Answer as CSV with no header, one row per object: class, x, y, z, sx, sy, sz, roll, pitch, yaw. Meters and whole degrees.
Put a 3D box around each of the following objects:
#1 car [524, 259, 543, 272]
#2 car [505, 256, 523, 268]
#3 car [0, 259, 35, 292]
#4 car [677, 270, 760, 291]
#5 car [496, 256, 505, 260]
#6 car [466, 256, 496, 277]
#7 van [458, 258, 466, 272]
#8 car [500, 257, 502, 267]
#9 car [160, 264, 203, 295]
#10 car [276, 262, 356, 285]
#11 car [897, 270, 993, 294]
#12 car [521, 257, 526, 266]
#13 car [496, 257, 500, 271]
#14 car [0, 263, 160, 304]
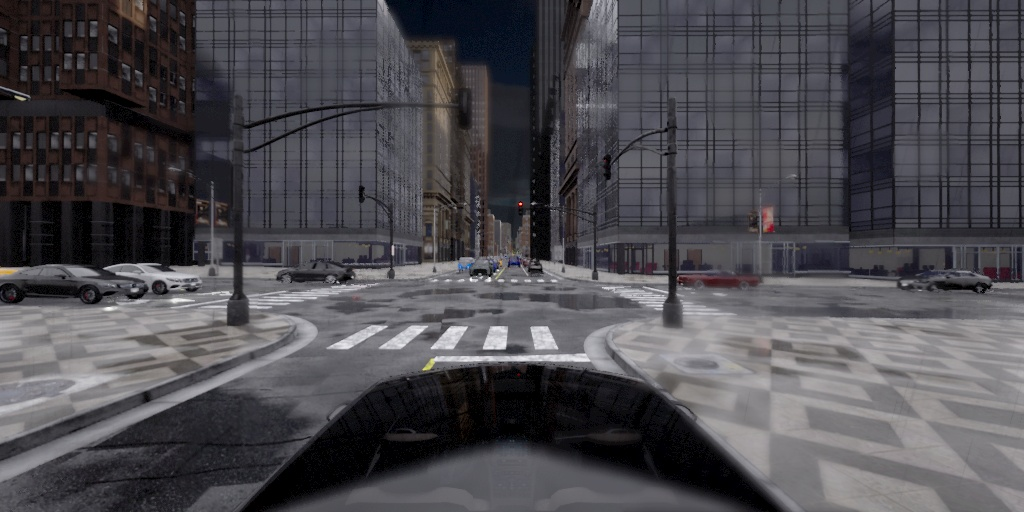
car,2.842,1.316,44.658,1.948,1.339,4.313,0,0,0
car,0.372,0.956,62.346,2.150,2.045,5.566,0,0,0
car,-26.904,0.899,17.409,5.008,1.535,1.882,1,0,1
car,13.580,1.585,23.916,4.718,1.301,1.895,1,0,0
car,-2.780,1.209,63.929,1.882,1.535,5.008,0,0,1
car,-2.959,1.106,35.494,2.097,1.767,4.553,0,0,0
van,-5.683,1.091,44.705,1.690,1.789,3.998,0,0,0
car,-2.866,1.248,54.081,1.837,1.490,4.892,0,0,0
car,-17.759,1.064,17.367,4.674,1.442,1.812,1,0,0
car,-13.079,1.131,24.043,4.892,1.490,1.837,1,0,0
car,28.662,1.678,23.840,4.902,1.511,2.128,1,0,0
car,2.937,1.316,61.606,1.802,1.307,4.207,0,0,0
car,-2.924,1.228,44.615,1.882,1.535,5.008,0,0,1
car,-17.231,1.056,14.110,4.674,1.442,1.812,1,0,-1
